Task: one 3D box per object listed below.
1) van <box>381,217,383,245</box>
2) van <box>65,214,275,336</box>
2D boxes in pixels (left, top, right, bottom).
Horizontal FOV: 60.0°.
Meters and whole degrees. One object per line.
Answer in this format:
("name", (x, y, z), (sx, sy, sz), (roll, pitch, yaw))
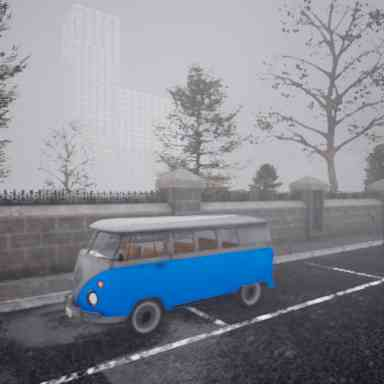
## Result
("van", (8.983, 1.406, 12.919), (3.998, 1.788, 1.690), (0, 0, -35))
("van", (-0.202, 1.357, 6.404), (3.998, 1.788, 1.690), (0, 0, -35))
